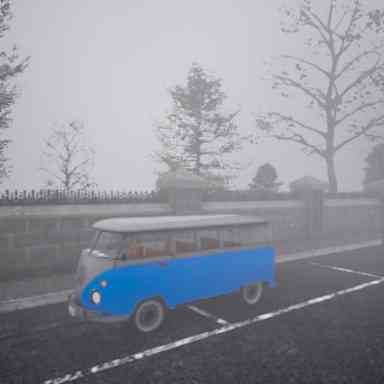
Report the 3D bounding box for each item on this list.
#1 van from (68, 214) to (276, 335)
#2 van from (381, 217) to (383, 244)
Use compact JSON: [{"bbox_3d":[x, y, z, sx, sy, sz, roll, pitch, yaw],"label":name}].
[{"bbox_3d":[-0.167,1.354,6.439,3.998,1.788,1.690,0,0,-35],"label":"van"},{"bbox_3d":[9.001,1.395,12.978,3.998,1.788,1.690,0,0,-35],"label":"van"}]
